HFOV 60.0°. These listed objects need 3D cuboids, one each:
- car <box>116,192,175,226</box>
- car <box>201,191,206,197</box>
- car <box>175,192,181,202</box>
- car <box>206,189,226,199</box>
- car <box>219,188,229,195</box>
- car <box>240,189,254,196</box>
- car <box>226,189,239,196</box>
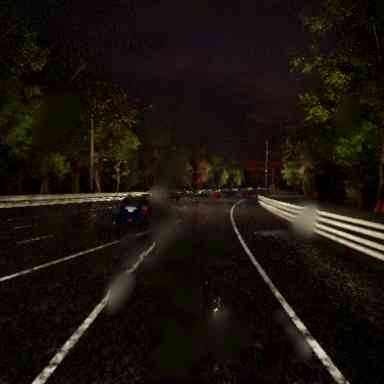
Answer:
[{"bbox_3d":[-2.918,1.025,20.848,2.097,1.767,4.553,1,1,15],"label":"car"},{"bbox_3d":[3.190,0.431,71.065,2.033,1.411,5.357,1,1,15],"label":"car"},{"bbox_3d":[-2.980,0.695,47.848,1.882,1.535,5.008,1,1,15],"label":"car"},{"bbox_3d":[4.511,0.539,62.421,1.882,1.535,5.008,1,1,15],"label":"car"},{"bbox_3d":[8.964,-0.070,92.774,2.097,1.767,4.553,1,1,15],"label":"car"},{"bbox_3d":[14.135,0.262,84.992,1.882,1.535,5.008,1,1,15],"label":"car"},{"bbox_3d":[9.783,0.255,82.243,1.882,1.535,5.008,1,1,15],"label":"car"}]
